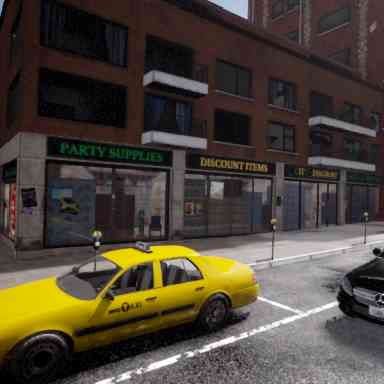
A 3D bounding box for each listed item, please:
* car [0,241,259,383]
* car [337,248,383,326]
[{"bbox_3d":[-1.037,1.527,5.333,4.829,1.417,1.752,0,2,-35],"label":"car"},{"bbox_3d":[4.678,1.531,6.287,4.674,1.442,1.812,0,0,-36],"label":"car"}]
